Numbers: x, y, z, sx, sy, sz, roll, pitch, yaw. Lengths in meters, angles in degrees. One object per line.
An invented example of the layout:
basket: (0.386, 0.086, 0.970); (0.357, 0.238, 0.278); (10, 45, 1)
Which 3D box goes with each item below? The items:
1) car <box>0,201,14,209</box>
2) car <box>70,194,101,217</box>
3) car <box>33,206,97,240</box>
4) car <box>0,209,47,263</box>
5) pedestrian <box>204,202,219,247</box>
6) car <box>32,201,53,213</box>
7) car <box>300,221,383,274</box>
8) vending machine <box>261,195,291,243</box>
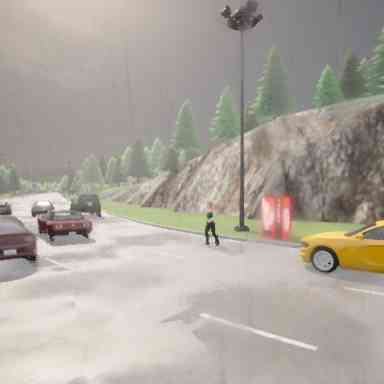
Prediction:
car: (-16.606, 1.476, 28.681); (2.128, 1.511, 4.902); (0, 0, -26)
car: (-9.839, 1.207, 30.662); (2.150, 2.045, 5.566); (0, 0, -25)
car: (-6.635, 1.593, 17.043); (1.895, 1.301, 4.718); (0, 0, -32)
car: (-6.548, 1.520, 11.067); (1.812, 1.442, 4.674); (0, 0, -40)
pedestrian: (0.758, 1.290, 13.503); (0.375, 1.860, 0.375); (0, 0, -43)
car: (-14.404, 1.548, 32.188); (1.994, 1.385, 4.181); (0, 0, -26)
car: (5.466, 1.478, 8.905); (5.008, 1.535, 1.882); (0, 0, 38)
vending machine: (3.883, 1.193, 15.396); (1.100, 2.100, 0.880); (0, 0, -44)
